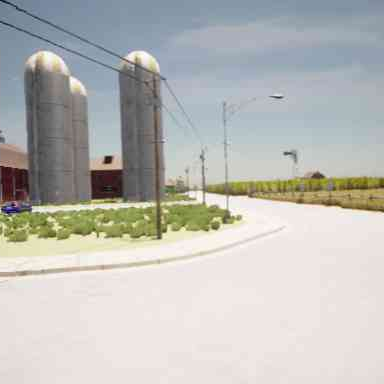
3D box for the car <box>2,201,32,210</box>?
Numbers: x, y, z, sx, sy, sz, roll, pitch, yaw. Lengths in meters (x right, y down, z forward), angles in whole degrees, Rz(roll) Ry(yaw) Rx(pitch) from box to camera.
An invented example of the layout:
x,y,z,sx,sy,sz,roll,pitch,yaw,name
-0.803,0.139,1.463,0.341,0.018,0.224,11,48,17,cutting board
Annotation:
x,y,z,sx,sy,sz,roll,pitch,yaw,name
-21.748,1.896,41.487,2.242,1.667,4.611,-2,1,-4,car
